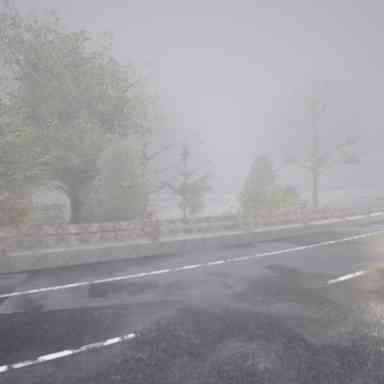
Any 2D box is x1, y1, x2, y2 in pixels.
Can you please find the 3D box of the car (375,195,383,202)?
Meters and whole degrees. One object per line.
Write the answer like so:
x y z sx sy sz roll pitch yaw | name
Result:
43.482 1.664 75.395 2.033 1.411 5.357 0 0 11 | car
